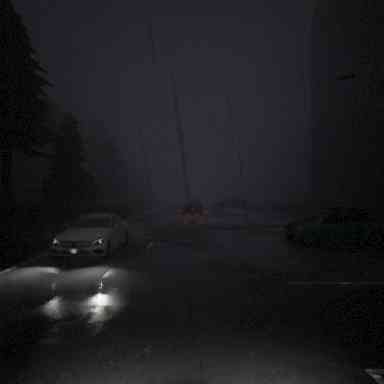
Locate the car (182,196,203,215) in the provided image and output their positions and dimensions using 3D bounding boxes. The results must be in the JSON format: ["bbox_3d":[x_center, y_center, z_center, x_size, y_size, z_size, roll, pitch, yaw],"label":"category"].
[{"bbox_3d":[0.066,1.477,33.476,1.882,1.535,5.008,0,0,0],"label":"car"}]

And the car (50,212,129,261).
[{"bbox_3d":[-3.571,1.525,12.435,1.812,1.442,4.674,0,0,1],"label":"car"}]

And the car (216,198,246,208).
[{"bbox_3d":[5.511,1.550,47.234,4.181,1.381,1.994,0,0,-1],"label":"car"}]

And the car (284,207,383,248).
[{"bbox_3d":[6.029,1.483,14.226,3.988,1.617,1.851,0,0,-1],"label":"car"}]
